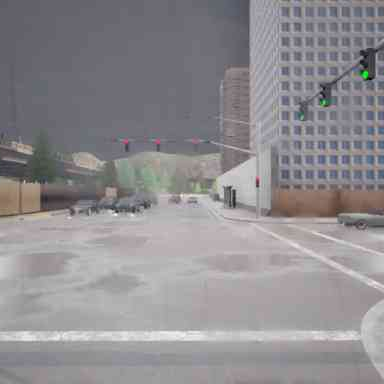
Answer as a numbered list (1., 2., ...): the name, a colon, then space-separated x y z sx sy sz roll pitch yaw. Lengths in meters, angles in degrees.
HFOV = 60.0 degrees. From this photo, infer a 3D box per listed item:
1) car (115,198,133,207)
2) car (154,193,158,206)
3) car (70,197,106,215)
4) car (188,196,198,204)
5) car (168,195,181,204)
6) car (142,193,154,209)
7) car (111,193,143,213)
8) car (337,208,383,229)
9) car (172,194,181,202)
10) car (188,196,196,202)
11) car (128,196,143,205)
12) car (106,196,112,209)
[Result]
1. car: -10.581 1.601 51.907 1.895 1.301 4.718 0 0 0
2. car: -7.057 1.221 56.929 2.150 2.045 5.566 0 0 0
3. car: -10.599 1.492 33.217 2.128 1.511 4.902 0 0 1
4. car: 0.104 1.601 64.586 1.895 1.301 4.718 0 0 0
5. car: -3.492 1.601 64.257 1.895 1.301 4.718 0 0 0
6. car: -7.078 1.221 46.200 2.150 2.045 5.566 0 0 0
7. car: -7.083 1.352 36.764 2.097 1.767 4.553 0 0 0
8. car: 11.856 1.656 21.162 4.718 1.301 1.895 0 0 0
9. car: -3.491 1.305 74.449 1.882 1.535 5.008 0 0 0
10. car: 0.010 1.595 74.828 1.895 1.301 4.718 0 0 0
11. car: -10.551 1.478 62.126 1.882 1.535 5.008 0 0 0
12. car: -10.586 1.352 42.113 2.097 1.767 4.553 0 0 0
